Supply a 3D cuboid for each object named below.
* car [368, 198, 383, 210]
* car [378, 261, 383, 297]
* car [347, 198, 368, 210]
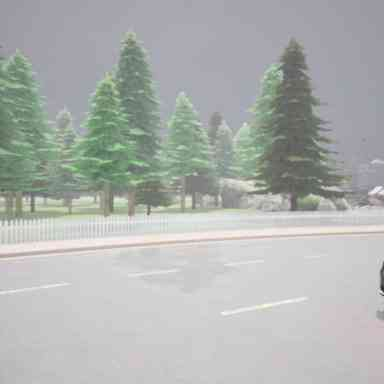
[{"bbox_3d":[23.093,1.551,42.709,1.812,1.442,4.674,0,1,-3],"label":"car"},{"bbox_3d":[5.721,1.486,6.151,4.902,1.511,2.128,0,0,-23],"label":"car"},{"bbox_3d":[19.642,1.591,41.751,1.994,1.385,4.181,0,0,-3],"label":"car"}]
